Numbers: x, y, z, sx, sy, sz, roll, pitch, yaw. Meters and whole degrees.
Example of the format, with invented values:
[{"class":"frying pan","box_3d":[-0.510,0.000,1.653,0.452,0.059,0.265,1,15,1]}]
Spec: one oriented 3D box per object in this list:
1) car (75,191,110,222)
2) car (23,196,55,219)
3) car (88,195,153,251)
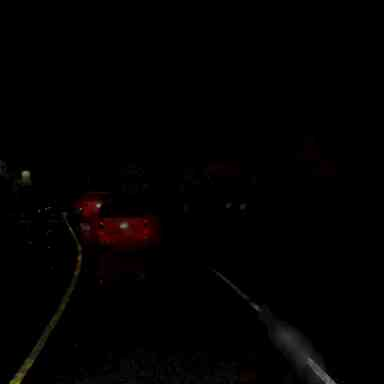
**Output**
[{"class":"car","box_3d":[-6.960,0.931,23.547,2.150,2.045,5.566,-1,1,-23]},{"class":"car","box_3d":[-12.033,1.118,26.276,1.837,1.490,4.892,-1,1,-23]},{"class":"car","box_3d":[-3.023,1.175,13.647,2.097,1.767,4.553,-1,1,-18]}]
